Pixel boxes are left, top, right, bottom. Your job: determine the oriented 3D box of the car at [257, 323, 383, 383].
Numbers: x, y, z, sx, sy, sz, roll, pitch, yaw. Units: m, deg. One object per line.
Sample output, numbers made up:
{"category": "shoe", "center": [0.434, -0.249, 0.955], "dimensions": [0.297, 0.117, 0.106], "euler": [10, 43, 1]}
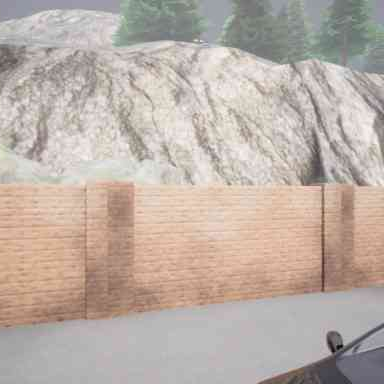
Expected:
{"category": "car", "center": [2.100, 1.492, 1.946], "dimensions": [4.902, 1.511, 2.128], "euler": [0, 0, -19]}
